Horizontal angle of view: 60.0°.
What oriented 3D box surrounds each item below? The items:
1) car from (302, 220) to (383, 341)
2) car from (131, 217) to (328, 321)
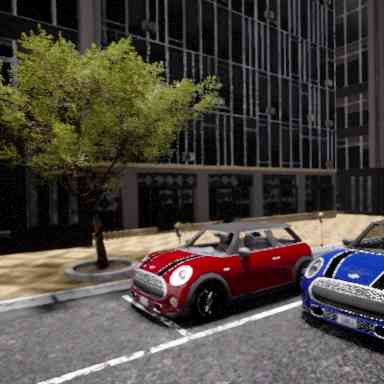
[{"bbox_3d":[4.120,1.313,6.274,4.553,1.767,2.097,-1,0,-36],"label":"car"},{"bbox_3d":[0.760,1.414,7.133,4.097,1.590,1.967,0,-1,-35],"label":"car"}]
